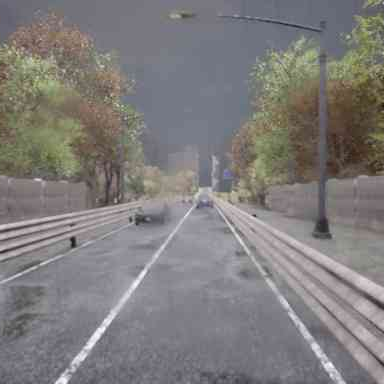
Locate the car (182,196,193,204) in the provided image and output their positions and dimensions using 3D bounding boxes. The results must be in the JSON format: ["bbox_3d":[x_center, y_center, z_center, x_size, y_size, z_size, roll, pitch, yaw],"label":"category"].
[{"bbox_3d":[-0.847,1.474,62.503,2.128,1.511,4.902,0,-1,3],"label":"car"}]

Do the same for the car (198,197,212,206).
[{"bbox_3d":[2.038,1.475,52.395,1.994,1.385,4.181,0,0,2],"label":"car"}]

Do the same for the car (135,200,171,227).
[{"bbox_3d":[-2.508,1.360,22.259,1.882,1.535,5.008,0,0,2],"label":"car"}]

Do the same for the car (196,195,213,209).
[{"bbox_3d":[1.642,1.218,42.404,2.097,1.767,4.553,0,0,2],"label":"car"}]
